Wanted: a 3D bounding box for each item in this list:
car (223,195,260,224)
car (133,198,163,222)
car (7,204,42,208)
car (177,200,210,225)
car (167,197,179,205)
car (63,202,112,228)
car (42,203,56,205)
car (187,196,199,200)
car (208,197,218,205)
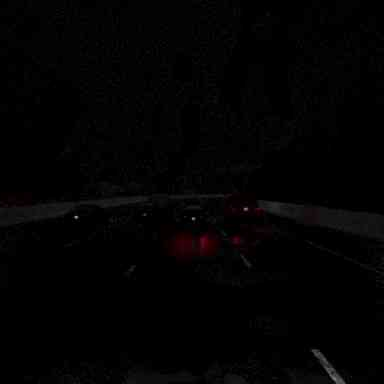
[{"bbox_3d":[3.595,1.223,24.822,2.150,2.045,5.566,0,0,0],"label":"car"},{"bbox_3d":[-3.404,1.478,26.353,1.882,1.535,5.008,0,0,0],"label":"car"},{"bbox_3d":[-21.071,1.217,40.677,2.150,2.045,5.566,0,0,0],"label":"car"},{"bbox_3d":[0.096,1.527,23.616,1.812,1.442,4.674,0,0,0],"label":"car"},{"bbox_3d":[-3.355,1.566,59.448,1.994,1.385,4.181,0,0,1],"label":"car"},{"bbox_3d":[-6.904,1.547,22.359,2.033,1.411,5.357,0,0,0],"label":"car"},{"bbox_3d":[-17.560,1.524,42.429,1.812,1.442,4.674,0,0,0],"label":"car"},{"bbox_3d":[0.142,1.494,59.469,2.128,1.511,4.902,0,0,1],"label":"car"},{"bbox_3d":[3.618,1.604,59.189,1.895,1.301,4.718,0,0,1],"label":"car"}]
